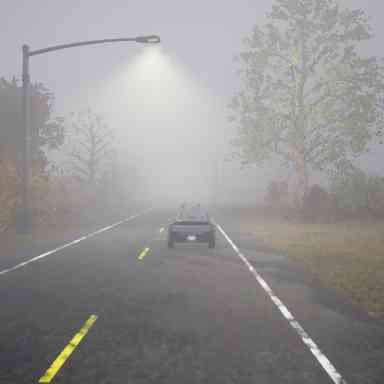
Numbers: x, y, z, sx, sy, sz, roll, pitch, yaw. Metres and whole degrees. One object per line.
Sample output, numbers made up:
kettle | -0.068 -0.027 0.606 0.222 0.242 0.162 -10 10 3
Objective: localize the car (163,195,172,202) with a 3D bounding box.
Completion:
car | -5.673 1.439 77.231 1.837 1.490 4.892 0 0 -8

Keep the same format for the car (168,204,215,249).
car | -0.017 1.493 14.655 2.128 1.511 4.902 0 0 0
